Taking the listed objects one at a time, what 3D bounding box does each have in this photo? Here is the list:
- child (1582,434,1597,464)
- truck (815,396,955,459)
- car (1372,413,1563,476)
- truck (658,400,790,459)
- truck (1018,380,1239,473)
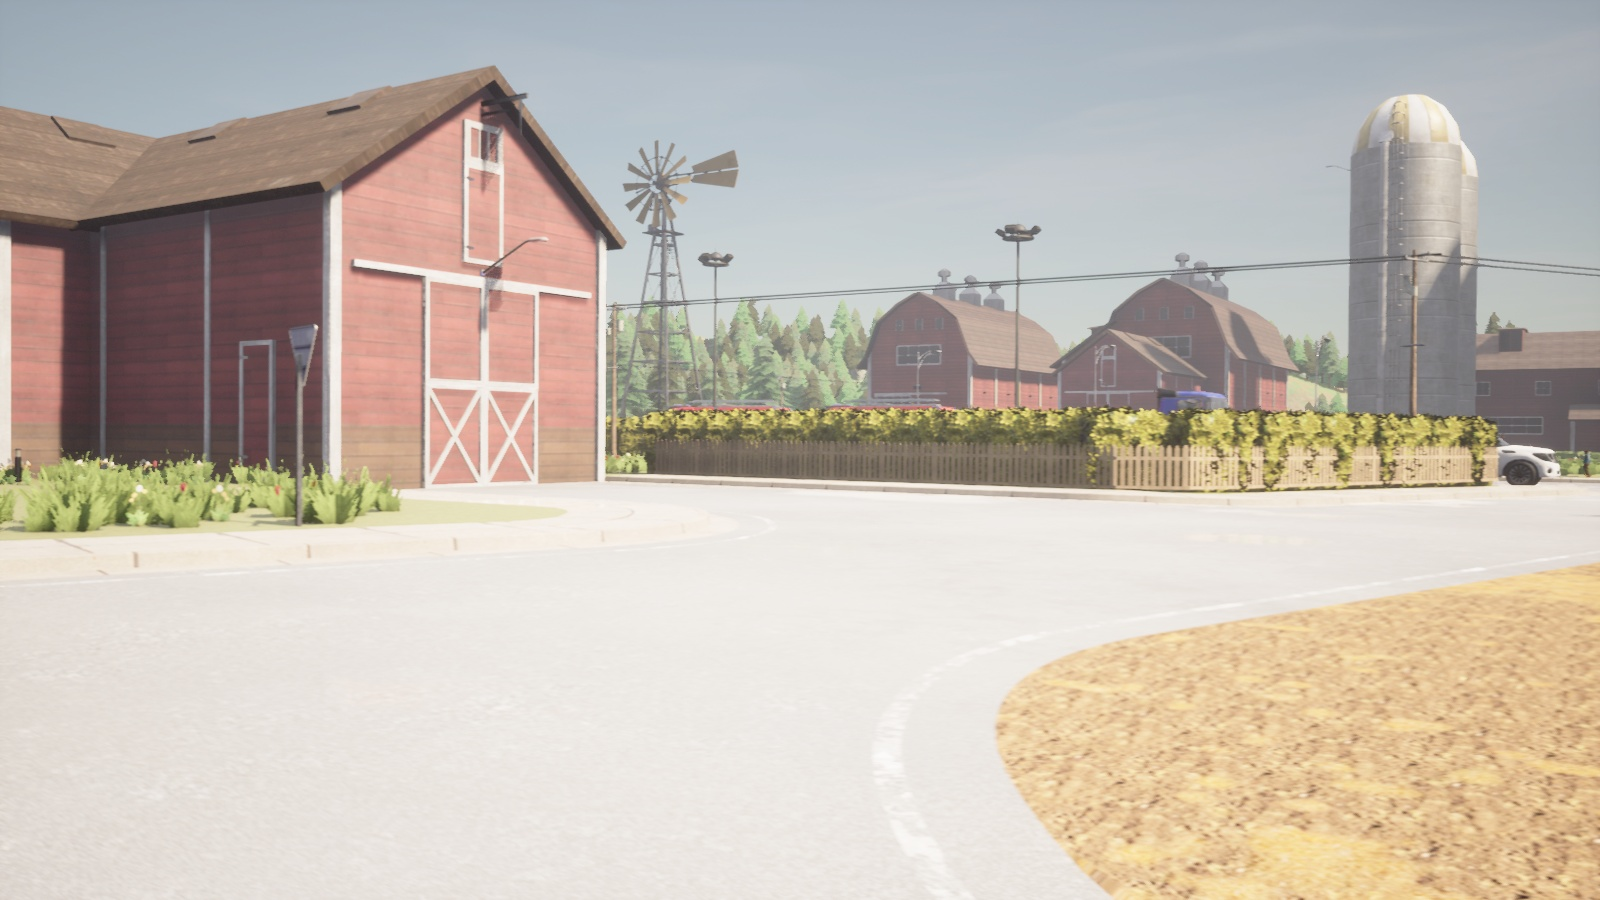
[{"bbox_3d":[30.851,-0.042,49.078,0.448,1.192,0.343,0,1,26],"label":"child"},{"bbox_3d":[5.323,-1.381,79.654,8.468,3.827,2.891,0,1,33],"label":"truck"},{"bbox_3d":[22.920,-0.202,43.221,5.566,2.045,2.150,0,1,35],"label":"car"},{"bbox_3d":[-5.183,-1.347,85.327,8.468,3.827,2.891,0,1,21],"label":"truck"},{"bbox_3d":[12.945,-0.888,49.820,7.936,3.462,2.891,0,1,33],"label":"truck"}]
